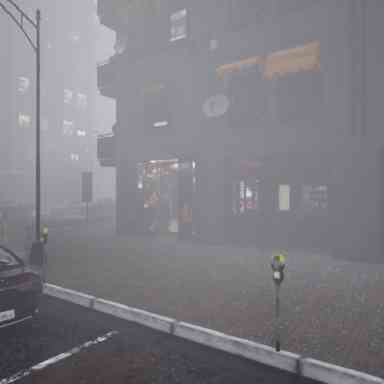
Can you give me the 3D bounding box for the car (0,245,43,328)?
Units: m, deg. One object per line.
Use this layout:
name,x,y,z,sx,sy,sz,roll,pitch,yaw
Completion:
car,-4.465,1.551,6.056,4.403,1.369,2.008,0,0,35

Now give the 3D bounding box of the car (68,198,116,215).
car,-8.038,1.253,30.148,2.033,1.411,5.357,0,1,35

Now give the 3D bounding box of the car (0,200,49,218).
car,-14.033,1.350,26.064,2.008,1.369,4.403,1,1,35

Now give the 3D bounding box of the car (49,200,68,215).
car,-10.944,1.250,30.490,1.752,1.417,4.829,1,1,35
